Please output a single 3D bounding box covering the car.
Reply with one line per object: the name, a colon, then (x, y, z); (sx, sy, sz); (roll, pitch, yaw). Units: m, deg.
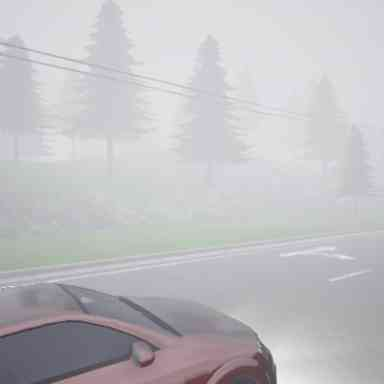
car: (-1.194, 1.566, 2.894); (4.181, 1.385, 1.994); (0, 0, -36)
